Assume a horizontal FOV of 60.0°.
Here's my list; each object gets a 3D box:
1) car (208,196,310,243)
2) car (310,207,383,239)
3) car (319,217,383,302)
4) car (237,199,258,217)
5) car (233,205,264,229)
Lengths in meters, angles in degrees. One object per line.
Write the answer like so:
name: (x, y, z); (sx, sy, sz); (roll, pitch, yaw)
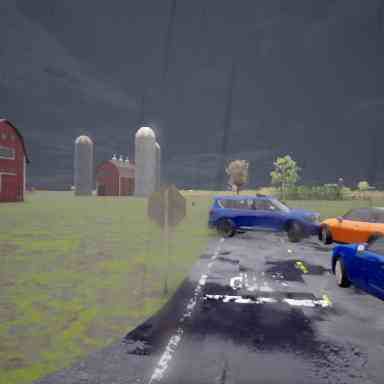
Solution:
car: (3.487, 1.229, 16.412); (5.566, 2.045, 2.150); (0, 0, 30)
car: (6.938, 1.374, 12.996); (2.097, 1.767, 4.553); (0, 0, -12)
car: (4.469, 1.485, 6.298); (1.882, 1.535, 5.008); (0, 0, -3)
car: (5.484, 1.523, 33.008); (1.837, 1.490, 4.892); (0, 0, 9)
car: (3.836, 1.615, 22.699); (1.895, 1.301, 4.718); (0, 0, 9)
